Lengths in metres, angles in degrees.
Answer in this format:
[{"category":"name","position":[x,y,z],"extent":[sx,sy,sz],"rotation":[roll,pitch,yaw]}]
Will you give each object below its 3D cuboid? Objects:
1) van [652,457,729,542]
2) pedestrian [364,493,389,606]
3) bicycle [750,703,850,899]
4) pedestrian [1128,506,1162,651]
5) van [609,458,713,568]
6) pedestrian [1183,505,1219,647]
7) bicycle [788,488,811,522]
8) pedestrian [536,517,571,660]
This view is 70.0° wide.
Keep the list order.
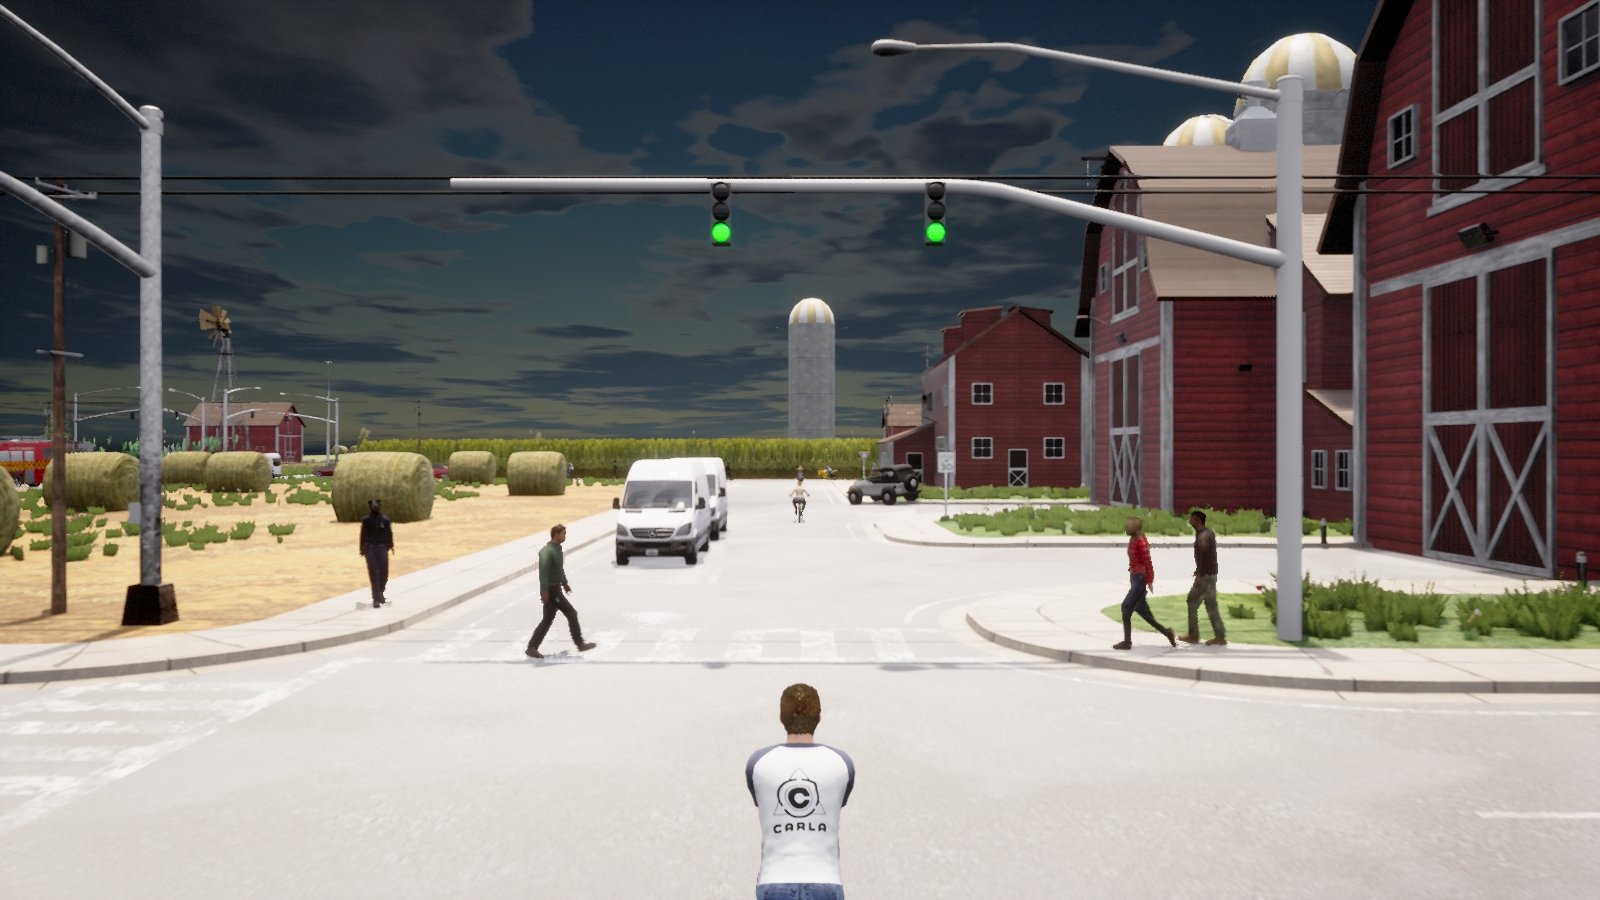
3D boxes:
[{"category":"van","position":[-3.503,1.521,37.638],"extent":[1.988,2.561,5.915],"rotation":[0,0,0]},{"category":"pedestrian","position":[-7.181,1.677,19.370],"extent":[0.375,1.860,0.375],"rotation":[0,0,-23]},{"category":"bicycle","position":[0.001,2.045,5.069],"extent":[0.373,1.496,1.643],"rotation":[0,-1,0]},{"category":"pedestrian","position":[4.543,1.682,15.050],"extent":[0.375,1.860,0.375],"rotation":[0,0,6]},{"category":"van","position":[-3.503,1.516,29.914],"extent":[1.988,2.561,5.915],"rotation":[0,0,0]},{"category":"pedestrian","position":[5.416,1.686,15.432],"extent":[0.375,1.860,0.375],"rotation":[0,0,34]},{"category":"bicycle","position":[-0.012,2.145,45.022],"extent":[0.859,1.276,1.487],"rotation":[0,0,0]},{"category":"pedestrian","position":[-3.280,1.832,15.211],"extent":[0.375,1.860,0.375],"rotation":[0,0,0]}]
